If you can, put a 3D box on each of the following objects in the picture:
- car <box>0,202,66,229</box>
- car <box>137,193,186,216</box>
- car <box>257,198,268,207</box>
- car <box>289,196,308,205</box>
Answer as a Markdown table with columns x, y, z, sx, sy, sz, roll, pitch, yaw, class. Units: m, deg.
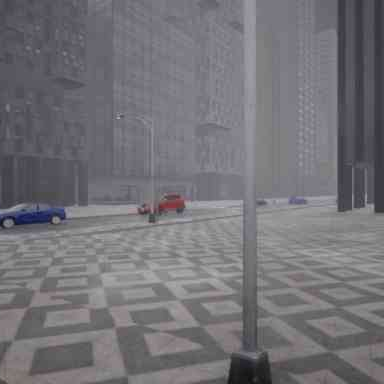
| x | y | z | sx | sy | sz | roll | pitch | yaw | class |
| --- | --- | --- | --- | --- | --- | --- | --- | --- | --- |
| -10.745 | 1.458 | 21.743 | 1.882 | 1.535 | 5.008 | 0 | 0 | 36 | car |
| -2.873 | 1.175 | 32.513 | 2.150 | 2.045 | 5.566 | 0 | 1 | 36 | car |
| 9.400 | 1.537 | 49.137 | 1.895 | 1.301 | 4.718 | 0 | 0 | 36 | car |
| 17.618 | 1.401 | 55.102 | 1.882 | 1.535 | 5.008 | 0 | 0 | 36 | car |
